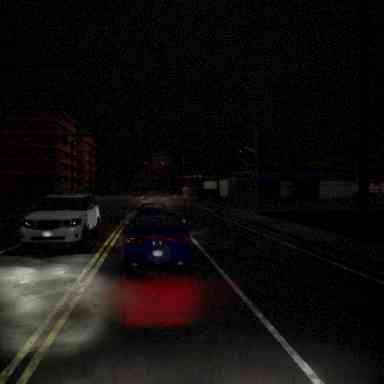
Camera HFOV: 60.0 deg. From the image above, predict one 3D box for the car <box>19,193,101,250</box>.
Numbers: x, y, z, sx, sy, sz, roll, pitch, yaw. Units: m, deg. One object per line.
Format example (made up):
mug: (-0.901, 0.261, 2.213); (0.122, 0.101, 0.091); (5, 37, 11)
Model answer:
car: (-5.267, 1.066, 14.084); (2.150, 2.045, 5.566); (0, 1, -7)

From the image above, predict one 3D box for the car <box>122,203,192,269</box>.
car: (-1.154, 1.349, 10.746); (1.882, 1.535, 5.008); (0, 1, -7)

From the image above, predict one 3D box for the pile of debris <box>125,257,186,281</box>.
pile of debris: (-1.003, 2.066, 9.057); (1.500, 0.140, 1.860); (0, 1, -7)

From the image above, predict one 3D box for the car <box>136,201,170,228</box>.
car: (-2.513, 1.347, 21.317); (1.895, 1.301, 4.718); (0, 1, -7)
